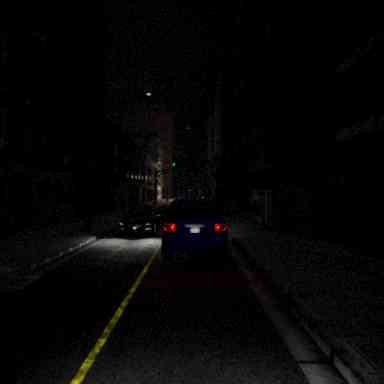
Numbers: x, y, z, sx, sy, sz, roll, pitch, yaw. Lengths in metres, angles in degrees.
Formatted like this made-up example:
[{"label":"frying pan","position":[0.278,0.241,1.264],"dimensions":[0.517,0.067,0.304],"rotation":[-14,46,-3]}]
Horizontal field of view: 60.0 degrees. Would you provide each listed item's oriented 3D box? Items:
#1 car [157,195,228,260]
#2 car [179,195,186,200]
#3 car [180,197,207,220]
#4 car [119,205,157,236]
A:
[{"label":"car","position":[0.088,1.241,12.718],"dimensions":[2.150,2.045,5.566],"rotation":[0,0,0]},{"label":"car","position":[-2.603,1.463,90.441],"dimensions":[1.837,1.490,4.892],"rotation":[0,0,0]},{"label":"car","position":[0.131,1.391,29.034],"dimensions":[2.097,1.767,4.553],"rotation":[0,0,0]},{"label":"car","position":[-2.814,1.531,18.774],"dimensions":[1.837,1.490,4.892],"rotation":[0,0,0]}]
